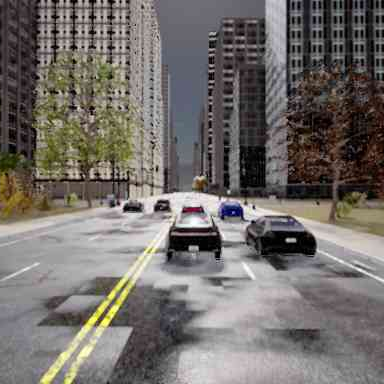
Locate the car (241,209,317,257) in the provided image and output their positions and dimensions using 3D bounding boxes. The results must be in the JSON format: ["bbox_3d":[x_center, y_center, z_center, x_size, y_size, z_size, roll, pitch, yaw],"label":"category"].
[{"bbox_3d":[3.326,1.589,13.142,1.994,1.385,4.181,0,0,0],"label":"car"}]

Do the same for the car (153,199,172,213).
[{"bbox_3d":[-3.313,1.564,38.203,1.837,1.490,4.892,0,0,0],"label":"car"}]

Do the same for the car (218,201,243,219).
[{"bbox_3d":[3.332,1.526,29.073,1.882,1.535,5.008,0,0,0],"label":"car"}]

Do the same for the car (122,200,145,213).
[{"bbox_3d":[-6.565,1.621,37.806,1.994,1.385,4.181,0,0,0],"label":"car"}]

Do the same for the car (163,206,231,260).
[{"bbox_3d":[0.072,1.516,12.613,2.128,1.511,4.902,0,0,0],"label":"car"}]

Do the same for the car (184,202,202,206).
[{"bbox_3d":[0.075,1.538,27.805,2.128,1.511,4.902,0,0,0],"label":"car"}]
